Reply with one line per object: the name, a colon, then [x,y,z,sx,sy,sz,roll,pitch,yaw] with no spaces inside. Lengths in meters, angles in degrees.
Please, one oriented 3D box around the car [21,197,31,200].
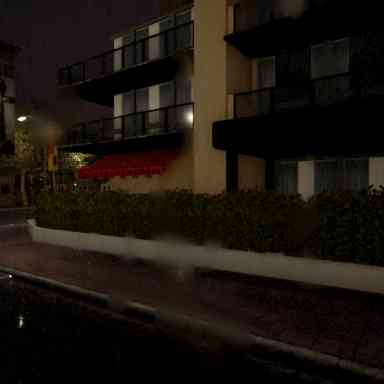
car: [-35.611,1.481,67.681,4.892,1.521,2.231,0,0,36]
